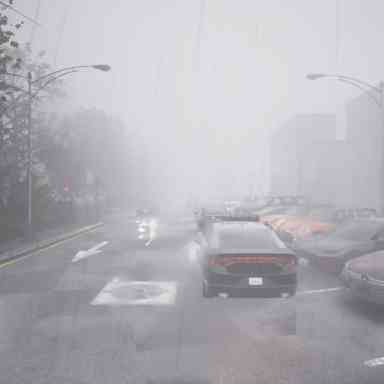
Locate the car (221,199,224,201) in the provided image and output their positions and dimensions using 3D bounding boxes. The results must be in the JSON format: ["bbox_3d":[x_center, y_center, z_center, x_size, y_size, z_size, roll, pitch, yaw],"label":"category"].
[{"bbox_3d":[5.189,1.503,24.781,5.366,1.575,1.946,1,0,-20],"label":"car"}]

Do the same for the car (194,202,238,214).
[{"bbox_3d":[1.189,1.518,18.559,1.837,1.490,4.892,0,0,0],"label":"car"}]

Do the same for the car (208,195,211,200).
[{"bbox_3d":[5.434,1.583,48.875,5.008,1.535,2.097,1,-1,-20],"label":"car"}]

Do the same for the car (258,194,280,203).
[{"bbox_3d":[18.449,1.462,79.894,2.435,2.045,5.566,0,0,-21],"label":"car"}]

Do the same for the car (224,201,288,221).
[{"bbox_3d":[5.346,1.544,27.838,4.792,1.488,2.163,1,0,-20],"label":"car"}]

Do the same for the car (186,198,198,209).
[{"bbox_3d":[0.084,1.579,46.164,2.128,1.511,4.902,0,0,0],"label":"car"}]

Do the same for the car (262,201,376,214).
[{"bbox_3d":[5.355,1.366,12.848,4.553,1.767,2.185,1,0,-20],"label":"car"}]

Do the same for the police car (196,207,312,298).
[{"bbox_3d":[1.167,1.427,8.668,1.930,1.638,5.238,0,0,0],"label":"police car"}]

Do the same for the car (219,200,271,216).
[{"bbox_3d":[5.372,1.560,33.840,4.792,1.488,2.163,1,0,-20],"label":"car"}]

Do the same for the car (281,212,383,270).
[{"bbox_3d":[5.287,1.517,9.827,4.792,1.488,2.163,1,0,-20],"label":"car"}]

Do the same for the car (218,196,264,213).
[{"bbox_3d":[5.377,1.413,36.854,4.553,1.767,2.185,1,0,-20],"label":"car"}]

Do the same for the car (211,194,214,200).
[{"bbox_3d":[5.470,1.446,45.872,4.553,1.767,2.185,1,0,-20],"label":"car"}]

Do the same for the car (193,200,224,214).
[{"bbox_3d":[1.207,1.548,24.558,1.812,1.442,4.674,0,0,0],"label":"car"}]

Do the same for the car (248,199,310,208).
[{"bbox_3d":[5.364,1.369,15.849,4.553,1.767,2.185,1,0,-20],"label":"car"}]

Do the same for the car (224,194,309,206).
[{"bbox_3d":[5.342,1.251,21.824,5.566,2.045,2.435,1,0,-20],"label":"car"}]

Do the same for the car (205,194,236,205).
[{"bbox_3d":[5.469,1.391,63.913,5.566,2.045,2.435,1,0,-20],"label":"car"}]

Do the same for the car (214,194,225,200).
[{"bbox_3d":[5.363,1.270,30.840,5.566,2.045,2.435,1,0,-20],"label":"car"}]

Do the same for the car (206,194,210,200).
[{"bbox_3d":[5.275,1.612,57.819,5.366,1.575,1.946,1,0,-20],"label":"car"}]

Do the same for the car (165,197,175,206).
[{"bbox_3d":[-3.963,1.631,56.421,1.837,1.490,4.892,0,0,0],"label":"car"}]

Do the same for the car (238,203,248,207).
[{"bbox_3d":[5.338,1.538,18.845,4.674,1.452,2.002,1,0,-20],"label":"car"}]

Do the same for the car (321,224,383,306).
[{"bbox_3d":[5.311,1.527,6.836,4.674,1.452,2.002,1,0,-20],"label":"car"}]

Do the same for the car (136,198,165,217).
[{"bbox_3d":[-4.030,1.530,31.374,2.128,1.511,4.902,0,0,0],"label":"car"}]
